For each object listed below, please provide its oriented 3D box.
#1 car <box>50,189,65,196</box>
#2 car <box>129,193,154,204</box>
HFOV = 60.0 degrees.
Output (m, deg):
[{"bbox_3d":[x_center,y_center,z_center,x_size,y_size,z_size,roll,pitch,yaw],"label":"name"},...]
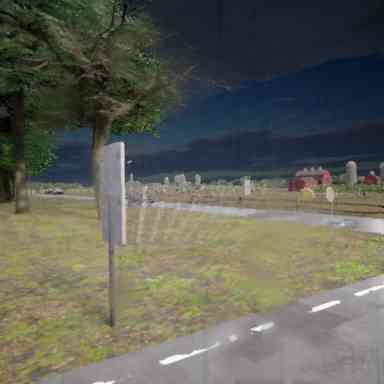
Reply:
[{"bbox_3d":[-35.429,0.134,88.578,1.882,1.535,5.008,-1,1,-36],"label":"car"},{"bbox_3d":[-6.682,0.884,43.911,1.994,1.385,4.181,-1,2,-36],"label":"car"}]
